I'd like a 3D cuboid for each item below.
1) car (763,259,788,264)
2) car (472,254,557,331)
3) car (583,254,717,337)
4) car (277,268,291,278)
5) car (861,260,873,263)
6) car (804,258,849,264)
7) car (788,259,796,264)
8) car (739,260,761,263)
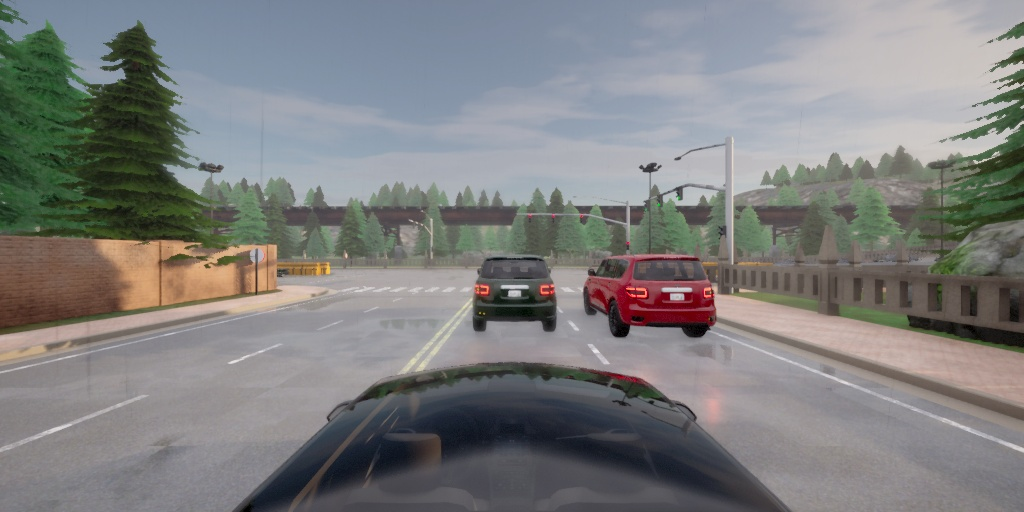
[{"bbox_3d":[31.376,1.297,45.588,5.357,1.411,2.033,0,0,0],"label":"car"},{"bbox_3d":[0.070,0.971,11.063,2.150,2.045,5.566,0,0,0],"label":"car"},{"bbox_3d":[3.570,0.971,10.386,2.150,2.045,5.566,0,0,0],"label":"car"},{"bbox_3d":[-22.394,1.351,31.658,4.718,1.301,1.895,0,0,0],"label":"car"},{"bbox_3d":[41.960,1.073,45.553,4.902,1.511,2.128,-2,0,0],"label":"car"},{"bbox_3d":[37.054,1.275,42.064,4.181,1.385,1.994,-1,0,0],"label":"car"},{"bbox_3d":[37.671,1.191,49.057,4.902,1.511,2.128,-1,0,0],"label":"car"},{"bbox_3d":[25.828,1.241,42.097,4.902,1.511,2.128,0,0,0],"label":"car"}]
